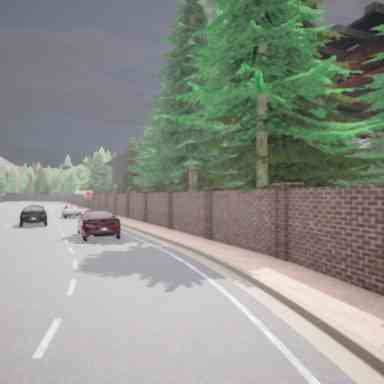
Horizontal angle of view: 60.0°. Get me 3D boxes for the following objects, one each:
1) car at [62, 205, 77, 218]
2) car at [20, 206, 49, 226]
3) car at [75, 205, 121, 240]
[{"bbox_3d":[-12.891,2.067,35.792,1.895,1.301,4.718,0,-1,-24],"label":"car"},{"bbox_3d":[-12.610,1.833,26.621,1.882,1.535,5.008,0,-1,-24],"label":"car"},{"bbox_3d":[-5.273,1.717,18.629,1.882,1.535,5.008,0,-1,-23],"label":"car"}]
